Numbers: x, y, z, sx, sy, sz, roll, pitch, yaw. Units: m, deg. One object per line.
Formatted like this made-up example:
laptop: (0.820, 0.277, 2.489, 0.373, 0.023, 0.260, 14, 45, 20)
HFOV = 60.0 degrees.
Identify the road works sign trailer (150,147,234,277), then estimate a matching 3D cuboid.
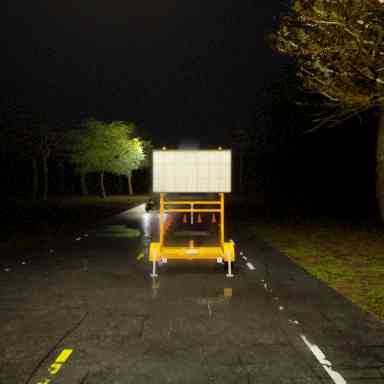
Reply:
road works sign trailer: (0.000, 0.433, 10.157, 2.380, 3.560, 2.880, 0, 0, 0)

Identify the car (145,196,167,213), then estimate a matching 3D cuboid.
car: (-3.502, 1.229, 32.969, 1.837, 1.490, 4.892, 0, 1, 0)
